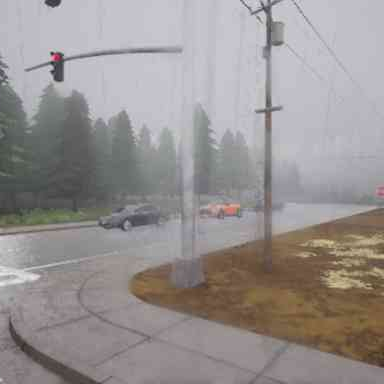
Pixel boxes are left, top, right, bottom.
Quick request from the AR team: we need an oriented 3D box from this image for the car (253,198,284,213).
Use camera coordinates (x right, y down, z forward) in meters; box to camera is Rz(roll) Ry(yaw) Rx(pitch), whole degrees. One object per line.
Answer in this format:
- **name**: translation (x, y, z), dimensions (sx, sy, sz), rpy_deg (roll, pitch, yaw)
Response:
- **car**: translation (8.461, 1.444, 36.407), dimensions (1.882, 1.535, 5.008), rpy_deg (0, 0, 37)

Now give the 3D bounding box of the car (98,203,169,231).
- **car**: translation (-3.465, 1.470, 20.339), dimensions (1.837, 1.490, 4.892), rpy_deg (0, 0, 37)

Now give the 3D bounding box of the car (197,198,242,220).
- **car**: translation (2.391, 1.317, 28.237), dimensions (2.097, 1.767, 4.553), rpy_deg (0, 0, 37)
